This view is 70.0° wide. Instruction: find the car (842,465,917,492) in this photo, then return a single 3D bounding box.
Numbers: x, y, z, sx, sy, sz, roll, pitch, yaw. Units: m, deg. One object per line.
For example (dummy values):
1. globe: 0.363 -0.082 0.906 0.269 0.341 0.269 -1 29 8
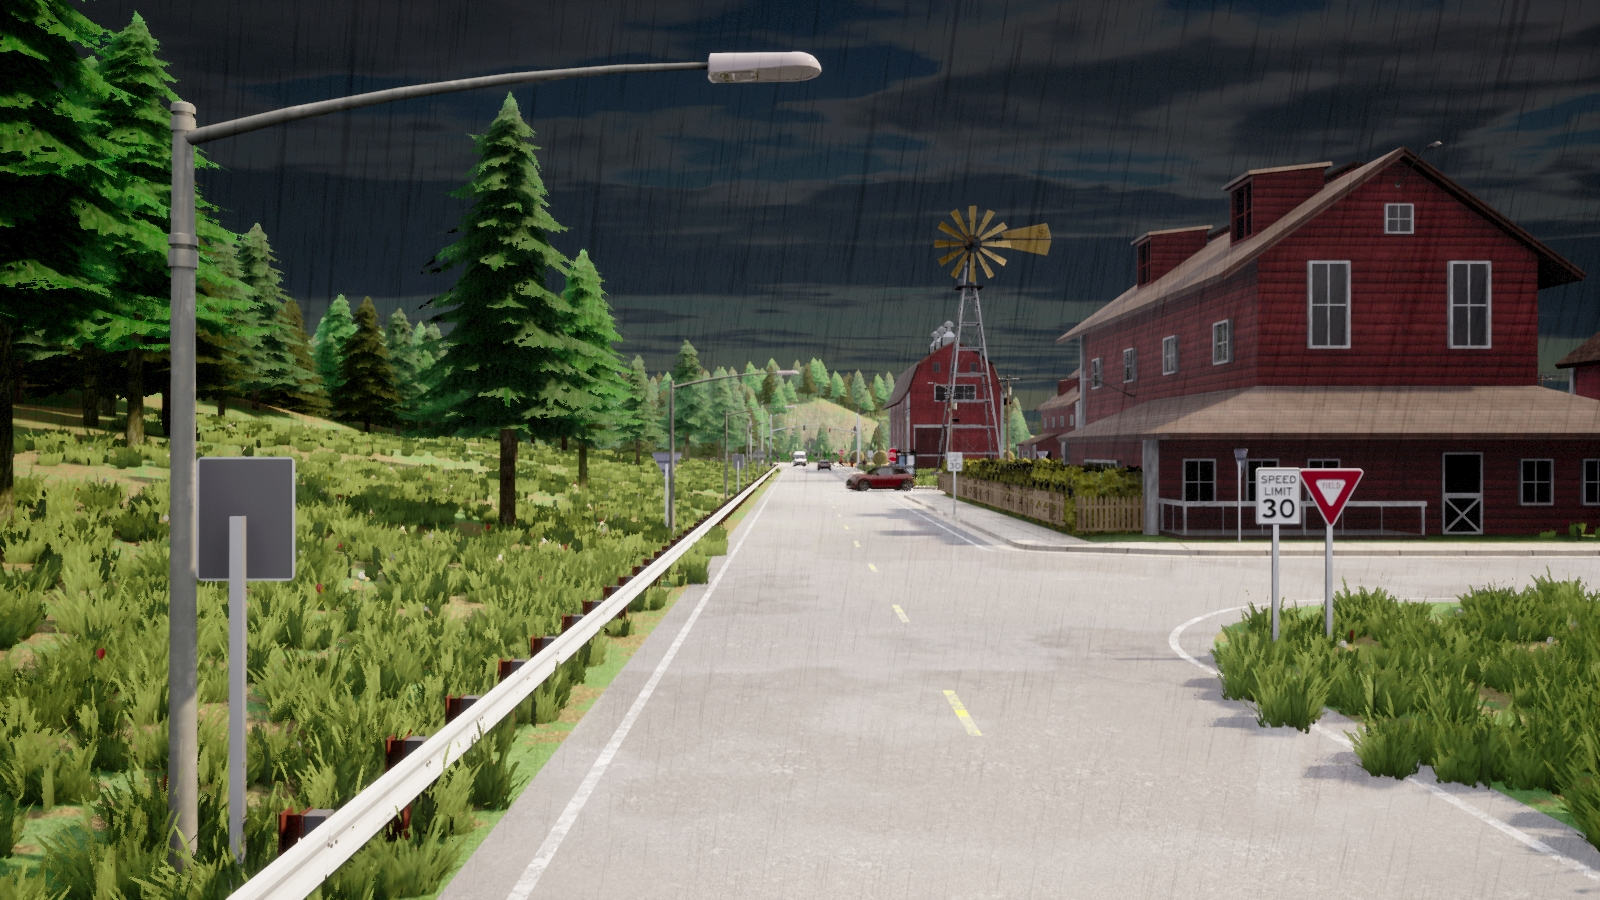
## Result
1. car: 5.339 1.906 77.001 4.553 1.767 2.097 0 0 -15
